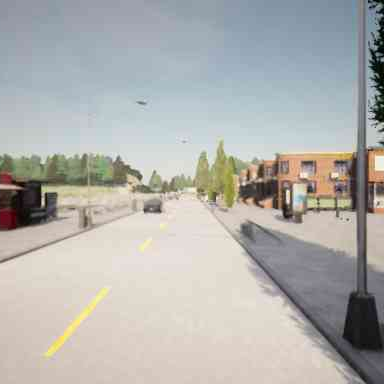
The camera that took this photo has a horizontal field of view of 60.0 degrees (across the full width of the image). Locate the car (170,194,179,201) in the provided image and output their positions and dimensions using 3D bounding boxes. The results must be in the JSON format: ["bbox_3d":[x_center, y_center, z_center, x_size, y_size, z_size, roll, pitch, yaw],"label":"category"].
[{"bbox_3d":[-3.995,1.312,77.255,2.128,1.511,4.902,0,0,0],"label":"car"}]

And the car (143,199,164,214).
[{"bbox_3d":[-4.088,1.486,36.047,1.882,1.535,5.008,0,0,0],"label":"car"}]

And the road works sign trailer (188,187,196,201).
[{"bbox_3d":[0.006,0.487,89.675,2.380,3.560,2.880,0,0,0],"label":"road works sign trailer"}]
